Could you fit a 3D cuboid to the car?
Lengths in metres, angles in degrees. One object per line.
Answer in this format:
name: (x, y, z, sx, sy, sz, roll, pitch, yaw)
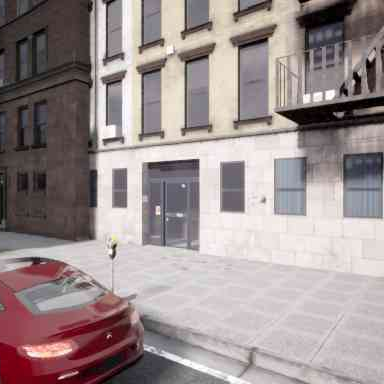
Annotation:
car: (-2.504, 1.582, 4.596, 4.206, 1.307, 1.802, 0, 0, 36)
